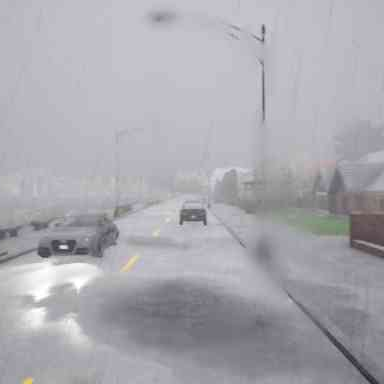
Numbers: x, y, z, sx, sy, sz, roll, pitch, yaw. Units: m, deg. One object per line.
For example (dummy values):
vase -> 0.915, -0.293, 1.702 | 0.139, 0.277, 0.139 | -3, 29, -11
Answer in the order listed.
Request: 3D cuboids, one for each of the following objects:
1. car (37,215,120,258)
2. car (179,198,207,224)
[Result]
car -> -4.068, 1.560, 12.553 | 1.994, 1.385, 4.181 | 0, 0, 0
car -> 0.089, 1.470, 24.500 | 1.882, 1.535, 5.008 | 0, 0, 0
